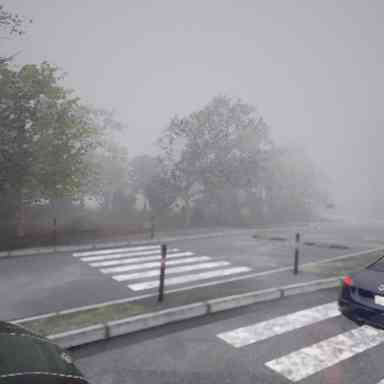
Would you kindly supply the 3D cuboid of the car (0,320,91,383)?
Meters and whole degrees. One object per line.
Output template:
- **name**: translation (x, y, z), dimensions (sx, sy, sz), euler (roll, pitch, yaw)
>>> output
- **car**: translation (-2.672, 1.343, 1.464), dimensions (4.553, 1.767, 2.097), euler (0, 0, -35)

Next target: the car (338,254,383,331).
- **car**: translation (4.584, 1.608, 5.950), dimensions (4.181, 1.385, 1.994), euler (0, -1, -31)
